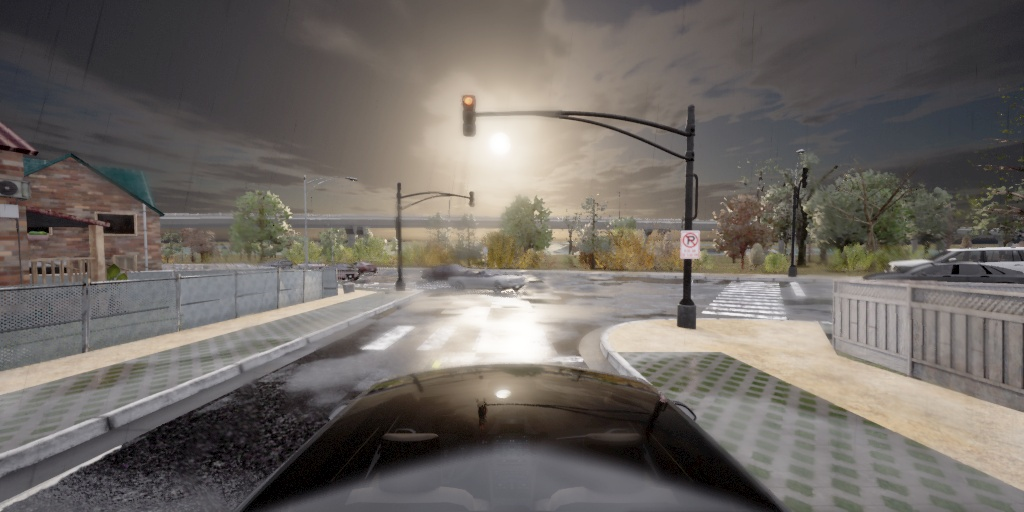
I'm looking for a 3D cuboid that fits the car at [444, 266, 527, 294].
[{"bbox_3d":[-1.498,1.459,21.258,4.718,1.301,1.895,-1,0,36],"label":"car"}]

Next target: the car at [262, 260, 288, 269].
[{"bbox_3d":[-31.845,1.594,47.268,4.181,1.385,1.994,-1,2,36],"label":"car"}]

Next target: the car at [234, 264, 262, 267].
[{"bbox_3d":[-33.030,1.661,44.106,4.674,1.442,1.812,-1,2,36],"label":"car"}]

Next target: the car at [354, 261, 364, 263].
[{"bbox_3d":[-17.650,1.474,36.948,4.181,1.385,1.994,-1,2,36],"label":"car"}]

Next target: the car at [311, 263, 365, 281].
[{"bbox_3d":[-15.106,1.548,31.090,4.181,1.385,1.994,0,2,36],"label":"car"}]

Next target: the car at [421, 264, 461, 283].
[{"bbox_3d":[-4.658,1.351,27.534,5.357,1.411,2.033,0,2,36],"label":"car"}]

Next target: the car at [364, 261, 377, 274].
[{"bbox_3d":[-17.311,1.331,40.959,4.674,1.442,1.812,0,2,36],"label":"car"}]

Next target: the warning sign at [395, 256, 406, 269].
[{"bbox_3d":[-14.327,0.719,46.220,1.060,1.860,1.300,0,0,36],"label":"warning sign"}]

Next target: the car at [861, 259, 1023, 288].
[{"bbox_3d":[18.203,1.017,15.226,4.892,1.490,1.837,-1,2,36],"label":"car"}]

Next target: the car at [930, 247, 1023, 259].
[{"bbox_3d":[21.506,0.611,16.833,5.566,2.045,2.150,0,2,36],"label":"car"}]

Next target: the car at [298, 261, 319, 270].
[{"bbox_3d":[-30.623,1.429,54.489,4.718,1.301,1.895,-1,2,36],"label":"car"}]
